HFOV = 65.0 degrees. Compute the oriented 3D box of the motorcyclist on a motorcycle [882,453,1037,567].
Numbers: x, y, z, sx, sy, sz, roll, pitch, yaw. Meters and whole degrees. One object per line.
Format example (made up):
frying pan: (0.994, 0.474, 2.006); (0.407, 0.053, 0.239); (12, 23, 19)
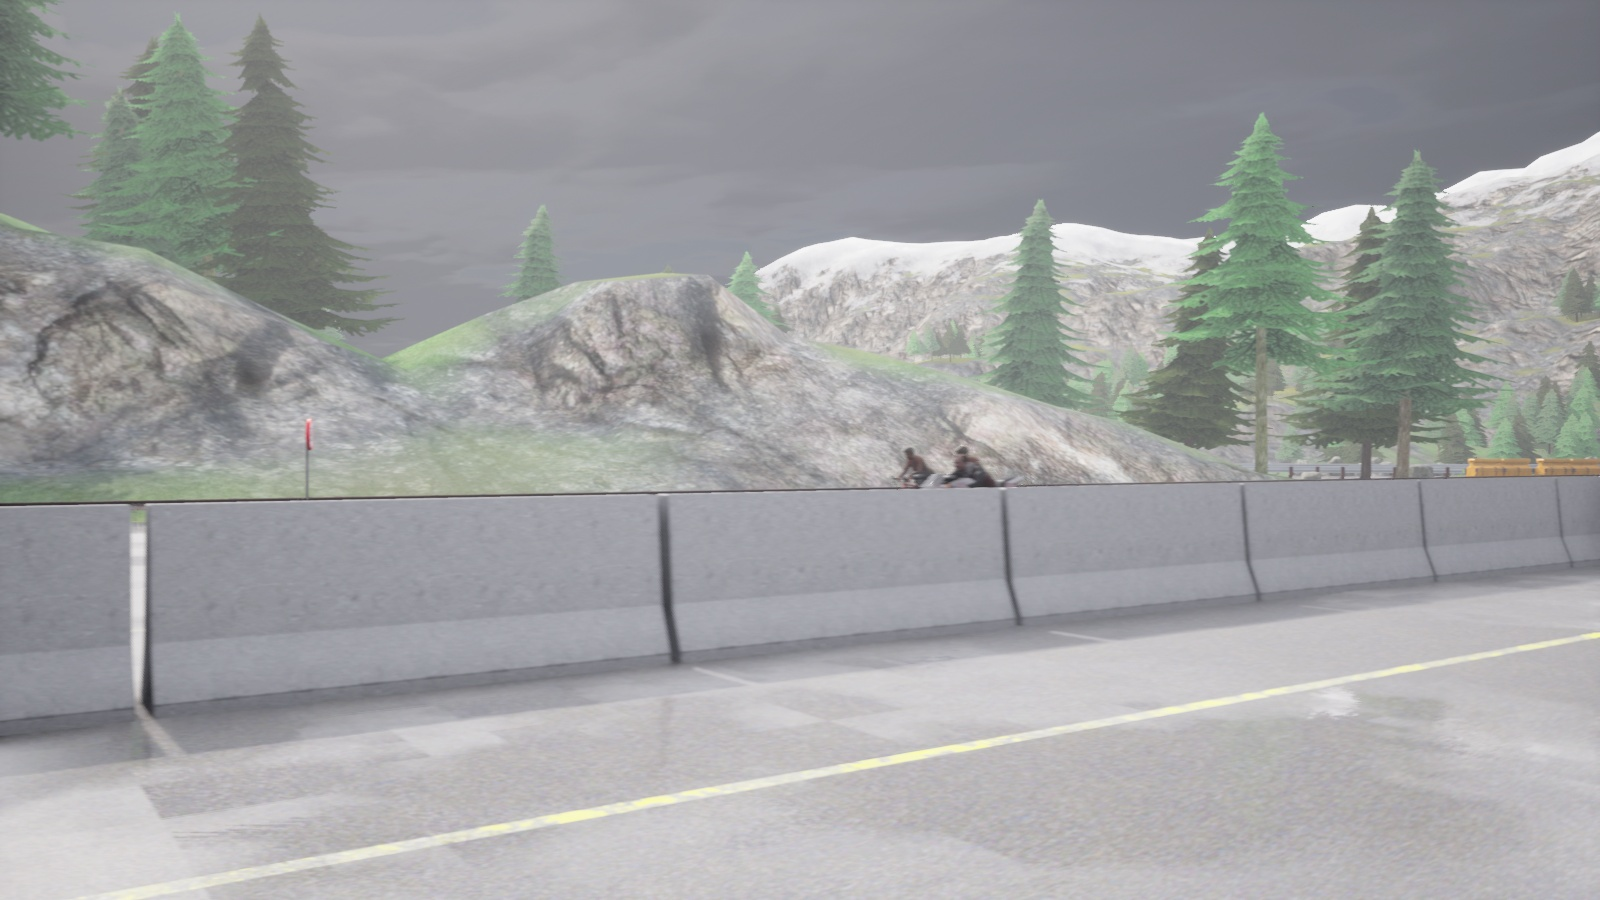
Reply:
motorcyclist on a motorcycle: (2.309, 0.819, 18.059); (2.191, 1.530, 0.866); (0, 0, -35)
